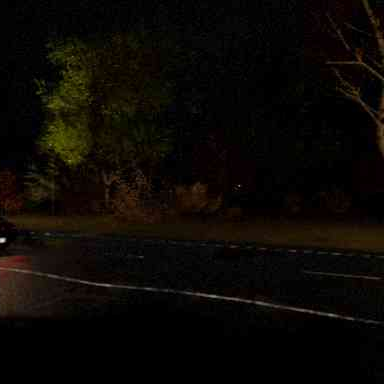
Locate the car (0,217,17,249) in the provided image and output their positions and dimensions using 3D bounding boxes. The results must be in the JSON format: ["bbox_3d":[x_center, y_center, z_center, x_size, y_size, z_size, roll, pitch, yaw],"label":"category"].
[{"bbox_3d":[-9.189,1.523,13.182,4.892,1.490,1.837,0,-2,23],"label":"car"}]
